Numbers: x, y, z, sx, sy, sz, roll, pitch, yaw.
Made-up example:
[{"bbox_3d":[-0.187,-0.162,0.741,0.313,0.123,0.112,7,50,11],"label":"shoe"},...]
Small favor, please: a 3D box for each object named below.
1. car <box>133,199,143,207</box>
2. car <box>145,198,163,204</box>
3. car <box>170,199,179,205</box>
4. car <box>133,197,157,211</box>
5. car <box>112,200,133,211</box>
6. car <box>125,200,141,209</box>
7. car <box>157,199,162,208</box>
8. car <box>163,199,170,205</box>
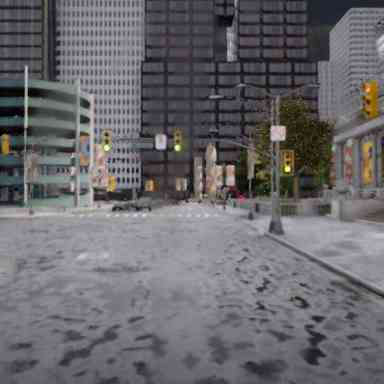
[{"bbox_3d":[-11.468,2.283,70.239,1.837,1.490,4.892,0,-1,-10],"label":"car"},{"bbox_3d":[-10.402,2.495,91.018,2.033,1.411,5.357,1,-1,-43],"label":"car"},{"bbox_3d":[-4.821,2.420,82.460,1.837,1.490,4.892,0,-1,-29],"label":"car"},{"bbox_3d":[-7.114,1.787,50.656,2.150,2.045,5.566,0,-1,0],"label":"car"},{"bbox_3d":[-10.607,2.107,50.146,2.033,1.411,5.357,0,-1,0],"label":"car"},{"bbox_3d":[-10.596,2.219,60.220,2.033,1.411,5.357,0,-1,0],"label":"car"},{"bbox_3d":[-7.108,2.198,60.287,1.812,1.442,4.674,0,-1,0],"label":"car"},{"bbox_3d":[-7.556,2.489,80.143,1.895,1.301,4.718,0,-1,-25],"label":"car"}]
